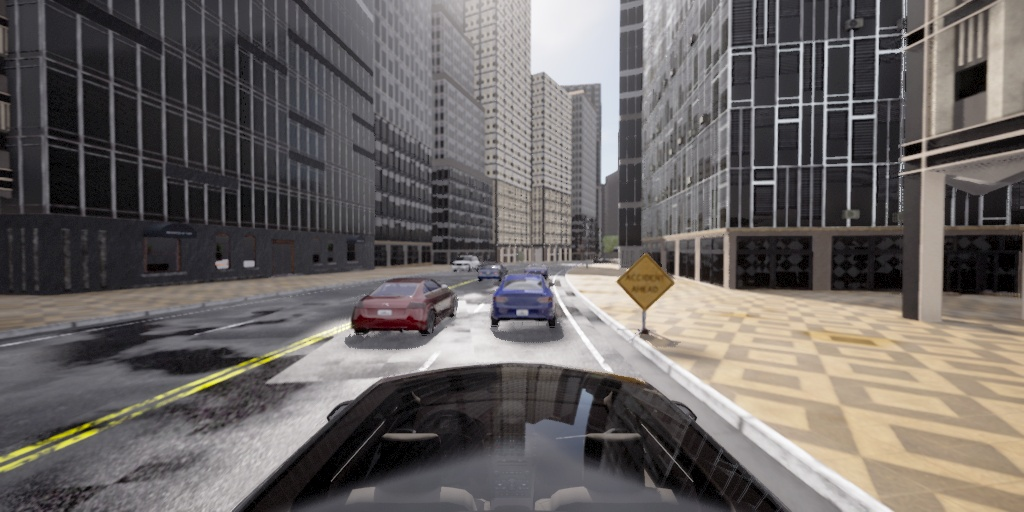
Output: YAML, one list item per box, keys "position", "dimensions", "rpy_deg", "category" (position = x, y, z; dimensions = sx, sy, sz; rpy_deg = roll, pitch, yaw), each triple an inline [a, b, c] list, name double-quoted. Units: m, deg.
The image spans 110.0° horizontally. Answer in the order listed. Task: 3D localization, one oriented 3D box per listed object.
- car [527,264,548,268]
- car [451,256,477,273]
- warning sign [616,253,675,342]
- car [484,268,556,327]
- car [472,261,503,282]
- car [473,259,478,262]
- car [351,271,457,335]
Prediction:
- position: [2.242, 1.366, 31.673]
  dimensions: [1.895, 1.301, 4.718]
  rpy_deg: [0, 0, 8]
  category: "car"
- position: [-5.716, 0.968, 44.711]
  dimensions: [2.150, 2.045, 5.566]
  rpy_deg: [0, 0, 11]
  category: "car"
- position: [2.960, 0.867, 8.077]
  dimensions: [1.300, 1.860, 1.060]
  rpy_deg: [0, 0, 2]
  category: "warning sign"
- position: [0.384, 1.275, 11.454]
  dimensions: [1.812, 1.442, 4.674]
  rpy_deg: [0, 0, 3]
  category: "car"
- position: [-1.429, 1.300, 28.695]
  dimensions: [2.033, 1.411, 5.357]
  rpy_deg: [0, 0, 7]
  category: "car"
- position: [-2.779, 1.322, 42.642]
  dimensions: [1.994, 1.385, 4.181]
  rpy_deg: [0, 0, 11]
  category: "car"
- position: [-2.916, 1.310, 10.517]
  dimensions: [1.994, 1.385, 4.181]
  rpy_deg: [0, 0, 3]
  category: "car"
